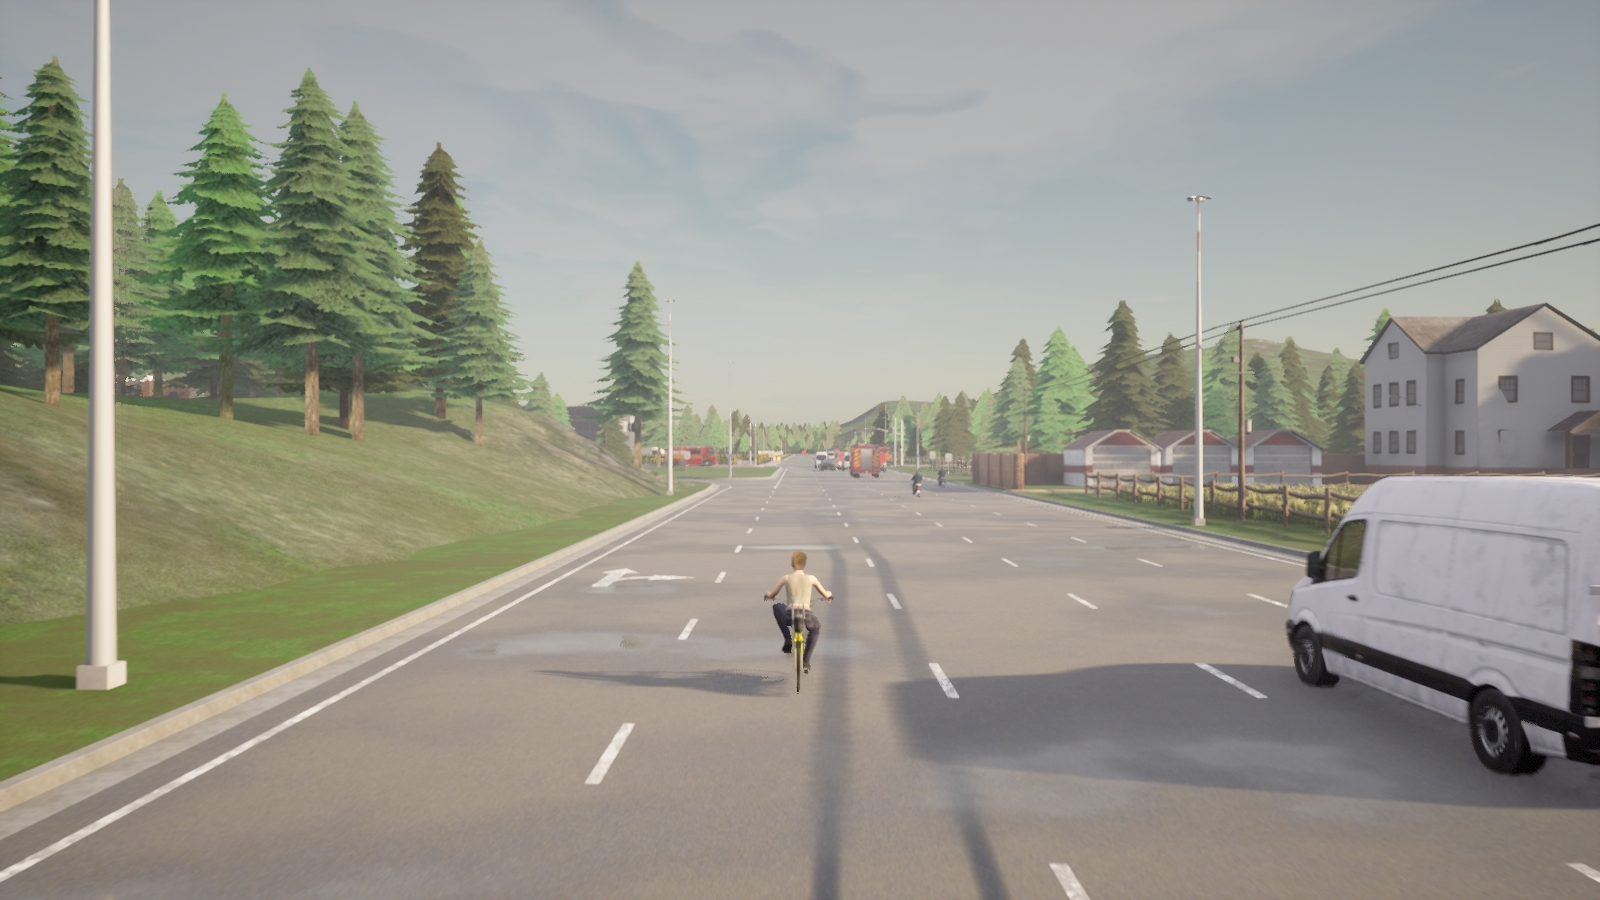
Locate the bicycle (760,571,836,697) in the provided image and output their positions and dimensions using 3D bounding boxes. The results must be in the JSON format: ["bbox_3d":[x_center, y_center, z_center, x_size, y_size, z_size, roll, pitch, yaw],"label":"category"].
[{"bbox_3d":[-0.016,2.164,13.685,0.859,1.276,1.487,0,0,0],"label":"bicycle"}]

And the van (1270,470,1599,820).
[{"bbox_3d":[7.004,1.540,11.659,1.988,2.561,5.915,0,0,0],"label":"van"}]

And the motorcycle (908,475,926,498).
[{"bbox_3d":[6.950,2.171,67.747,0.856,1.316,1.805,0,0,0],"label":"motorcycle"}]
